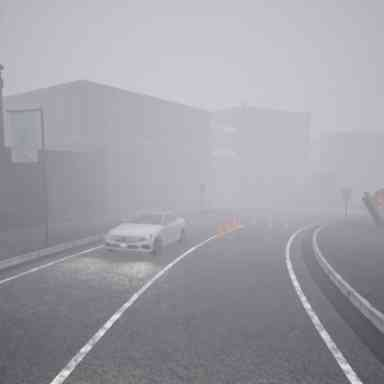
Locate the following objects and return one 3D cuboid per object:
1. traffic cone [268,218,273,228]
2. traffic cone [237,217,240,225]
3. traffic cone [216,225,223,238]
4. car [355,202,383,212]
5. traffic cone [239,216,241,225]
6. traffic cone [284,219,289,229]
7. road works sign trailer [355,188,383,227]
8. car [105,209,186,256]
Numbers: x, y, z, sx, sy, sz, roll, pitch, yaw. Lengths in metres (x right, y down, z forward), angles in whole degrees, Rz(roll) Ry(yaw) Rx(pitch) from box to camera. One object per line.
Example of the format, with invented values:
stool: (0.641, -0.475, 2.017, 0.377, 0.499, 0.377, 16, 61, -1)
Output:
traffic cone: (5.032, 1.964, 21.331, 0.340, 0.580, 0.340, 2, 1, 17)
traffic cone: (2.537, 1.896, 20.015, 0.340, 0.580, 0.340, 2, 1, 17)
traffic cone: (1.351, 1.903, 16.196, 0.340, 0.580, 0.340, 2, 1, 17)
car: (24.315, 1.951, 45.530, 4.181, 1.385, 1.994, 2, 3, -27)
traffic cone: (3.131, 1.891, 21.925, 0.340, 0.580, 0.340, 2, 1, 17)
traffic cone: (5.983, 2.000, 21.035, 0.340, 0.580, 0.340, 2, 1, 17)
road works sign trailer: (11.297, 1.182, 20.551, 2.880, 2.380, 3.560, -32, -19, 30)
car: (-1.582, 1.440, 13.037, 1.812, 1.442, 4.674, 1, 1, 16)
